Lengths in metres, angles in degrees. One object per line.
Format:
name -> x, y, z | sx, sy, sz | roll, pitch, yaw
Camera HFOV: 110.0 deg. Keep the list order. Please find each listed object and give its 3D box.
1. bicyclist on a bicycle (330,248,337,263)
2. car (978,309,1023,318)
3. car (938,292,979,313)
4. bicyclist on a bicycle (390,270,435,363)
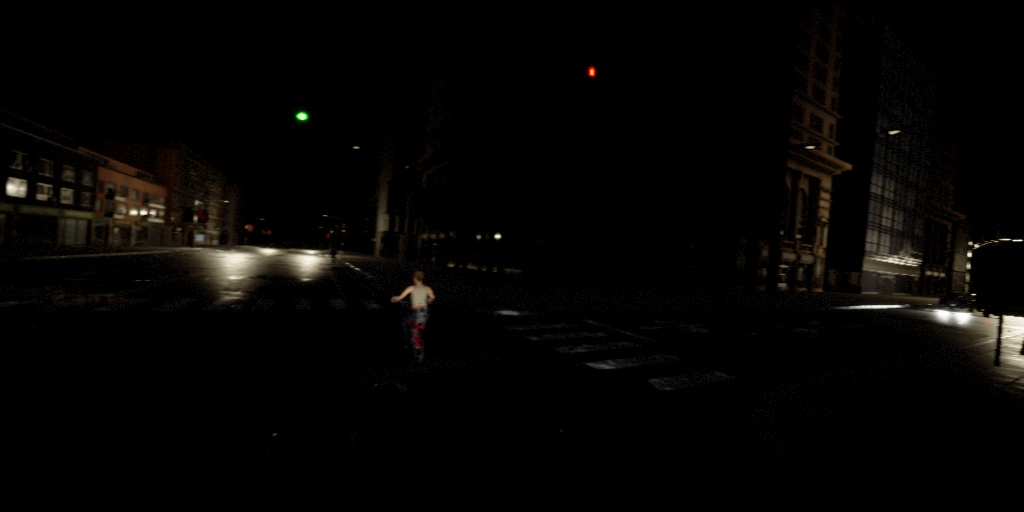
bicyclist on a bicycle -> -18.206, 0.102, 36.511 | 0.659, 1.776, 1.843 | 4, 0, -29
car -> 35.795, 3.613, 25.593 | 4.553, 1.767, 2.097 | 4, 1, -29
car -> 38.079, 3.875, 30.379 | 4.902, 1.511, 2.128 | 4, 1, -29
bicyclist on a bicycle -> -1.844, 1.069, 6.808 | 0.866, 1.612, 1.509 | 4, 1, -29
